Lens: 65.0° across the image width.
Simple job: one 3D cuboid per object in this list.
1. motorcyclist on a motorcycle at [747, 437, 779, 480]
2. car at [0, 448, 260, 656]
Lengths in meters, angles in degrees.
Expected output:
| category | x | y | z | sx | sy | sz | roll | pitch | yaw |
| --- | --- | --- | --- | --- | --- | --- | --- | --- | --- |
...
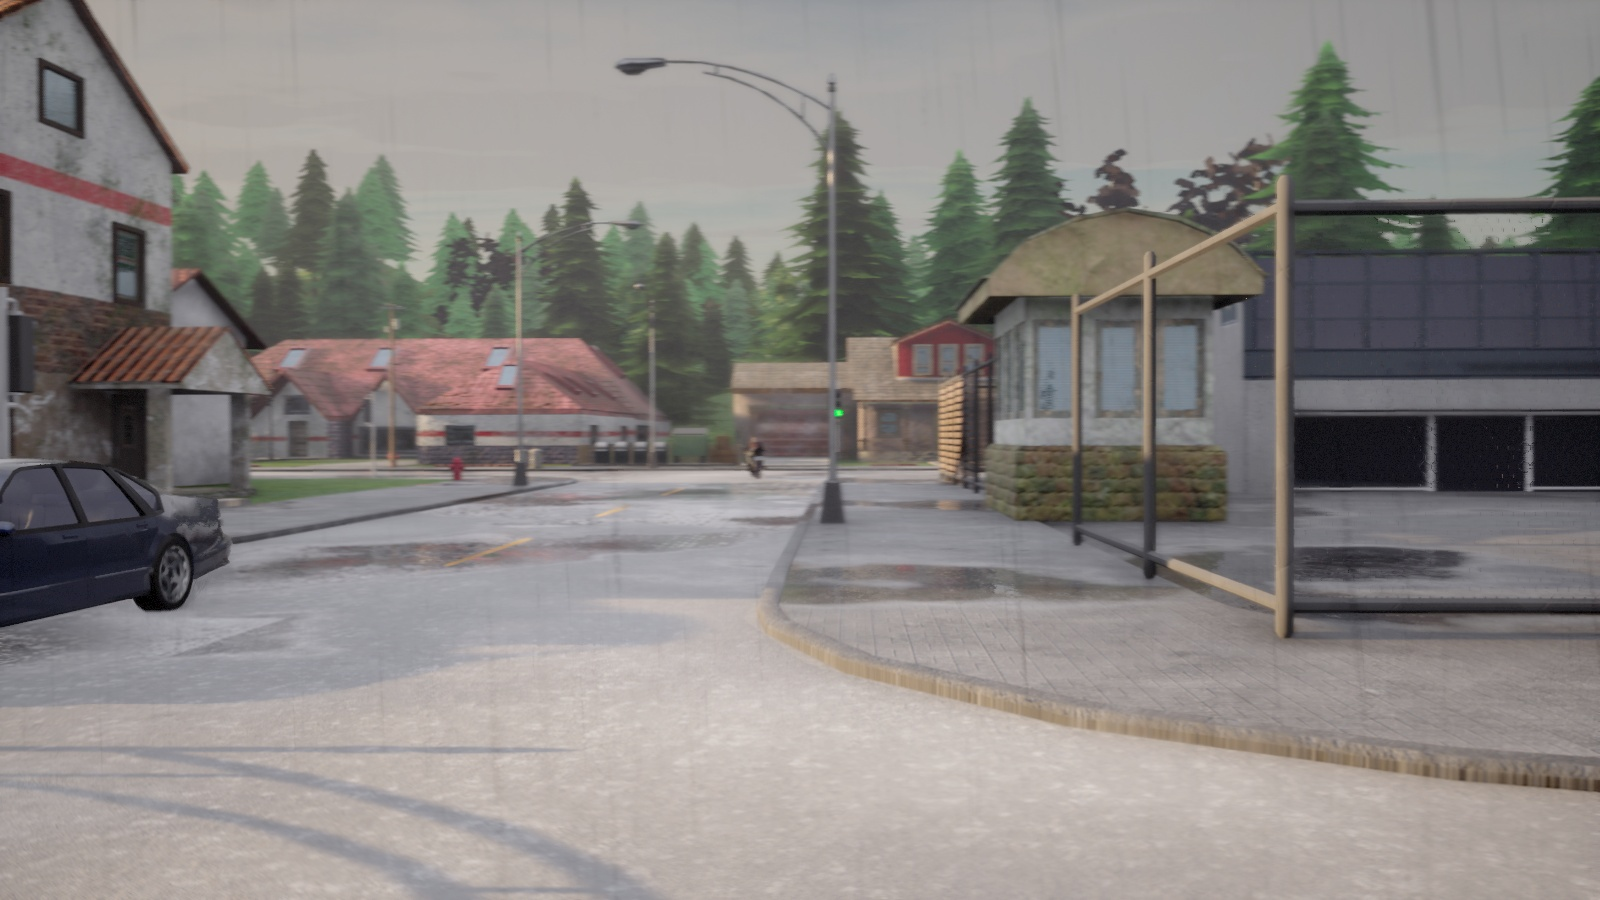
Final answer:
| category | x | y | z | sx | sy | sz | roll | pitch | yaw |
| --- | --- | --- | --- | --- | --- | --- | --- | --- | --- |
| motorcyclist on a motorcycle | -1.351 | 0.286 | 45.883 | 0.866 | 1.530 | 2.191 | -1 | 1 | -9 |
| car | -6.577 | 0.721 | 9.990 | 2.033 | 1.411 | 5.357 | 0 | 1 | 3 |
